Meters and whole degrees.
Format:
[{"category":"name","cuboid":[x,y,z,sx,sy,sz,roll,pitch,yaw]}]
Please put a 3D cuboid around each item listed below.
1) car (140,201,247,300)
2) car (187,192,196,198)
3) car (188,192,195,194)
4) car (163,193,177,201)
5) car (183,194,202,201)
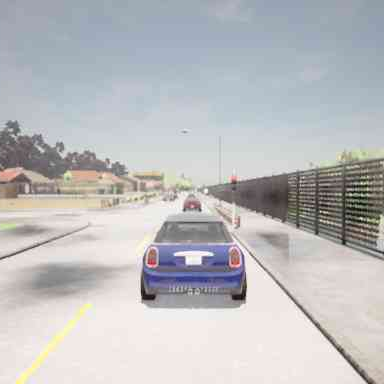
[{"category":"car","cuboid":[0.037,1.283,8.347,2.097,1.767,4.553,0,0,0]},{"category":"car","cuboid":[-0.161,0.648,86.847,2.128,1.511,4.902,0,0,0]},{"category":"car","cuboid":[-0.139,0.959,76.875,1.895,1.301,4.718,0,0,0]},{"category":"car","cuboid":[-4.158,1.038,59.627,1.812,1.442,4.674,0,0,0]},{"category":"car","cuboid":[0.021,1.237,35.181,1.812,1.442,4.674,0,0,0]}]
